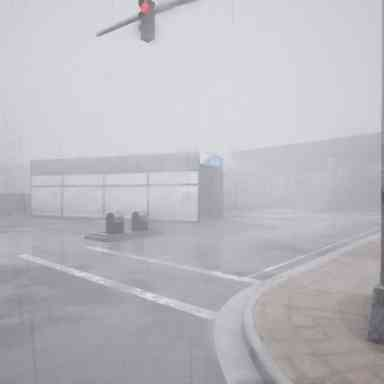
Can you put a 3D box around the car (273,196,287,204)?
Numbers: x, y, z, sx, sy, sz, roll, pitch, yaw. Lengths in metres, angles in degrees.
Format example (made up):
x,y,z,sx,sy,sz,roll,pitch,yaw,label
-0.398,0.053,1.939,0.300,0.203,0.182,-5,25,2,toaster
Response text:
x,y,z,sx,sy,sz,roll,pitch,yaw,label
15.157,1.480,59.530,2.242,1.667,4.611,0,0,40,car
